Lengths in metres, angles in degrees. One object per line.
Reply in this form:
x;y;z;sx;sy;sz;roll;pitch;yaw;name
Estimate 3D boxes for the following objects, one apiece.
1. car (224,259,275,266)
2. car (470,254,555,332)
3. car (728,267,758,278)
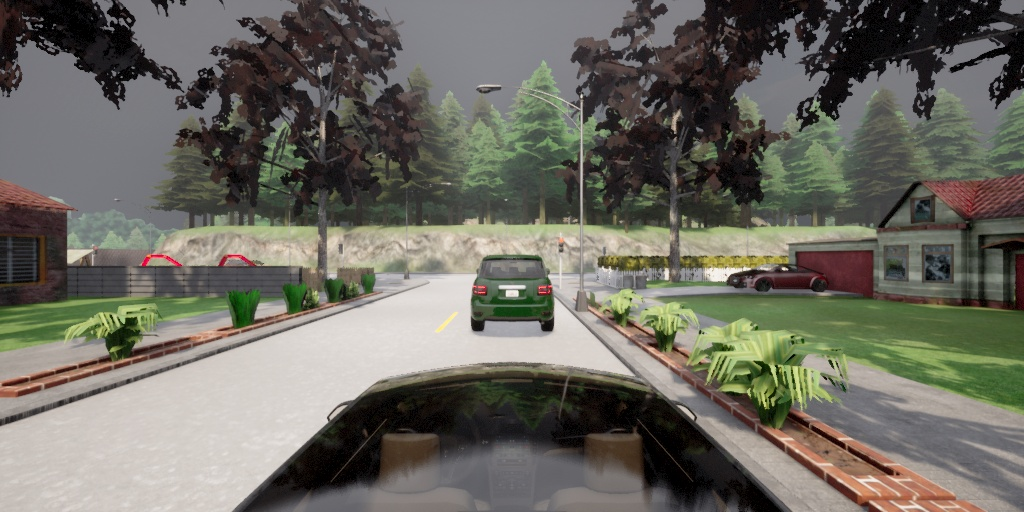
-24.338;1.101;33.584;4.553;1.767;2.097;0;0;0;car
0.031;0.971;11.067;2.150;2.045;5.566;0;0;1;car
22.463;1.227;37.713;5.008;1.535;1.882;0;0;0;car
